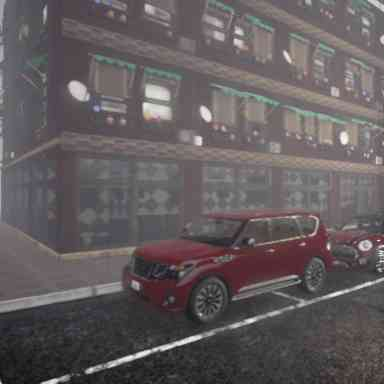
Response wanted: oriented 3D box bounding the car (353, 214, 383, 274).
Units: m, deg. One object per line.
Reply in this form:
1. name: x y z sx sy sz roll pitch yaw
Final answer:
1. car: 5.650 1.464 10.585 4.097 1.590 1.967 0 0 -35

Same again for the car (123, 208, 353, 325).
1. car: 1.062 1.326 7.313 5.009 1.841 2.192 0 0 -35
